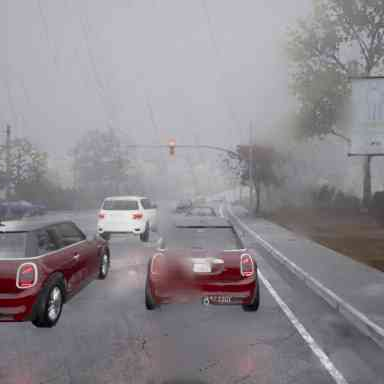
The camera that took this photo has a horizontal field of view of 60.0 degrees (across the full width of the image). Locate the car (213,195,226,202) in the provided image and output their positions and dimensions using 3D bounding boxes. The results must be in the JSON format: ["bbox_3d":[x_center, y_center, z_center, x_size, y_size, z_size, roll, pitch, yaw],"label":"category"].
[{"bbox_3d":[5.973,1.590,75.535,1.895,1.301,4.718,0,0,9],"label":"car"}]

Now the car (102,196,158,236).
[{"bbox_3d":[-3.052,1.221,16.879,2.150,2.045,5.566,0,0,2],"label":"car"}]

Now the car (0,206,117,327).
[{"bbox_3d":[-3.293,1.352,7.202,2.097,1.767,4.553,0,0,1],"label":"car"}]

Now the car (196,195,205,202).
[{"bbox_3d":[1.678,1.477,69.637,1.882,1.535,5.008,0,0,8],"label":"car"}]

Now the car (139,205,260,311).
[{"bbox_3d":[0.216,1.352,7.949,2.097,1.767,4.553,0,0,1],"label":"car"}]

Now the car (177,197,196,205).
[{"bbox_3d":[-0.862,1.547,41.285,2.033,1.411,5.357,0,0,1],"label":"car"}]

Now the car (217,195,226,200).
[{"bbox_3d":[7.661,1.392,85.628,1.812,1.442,4.674,0,0,10],"label":"car"}]

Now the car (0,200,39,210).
[{"bbox_3d":[-15.670,1.478,30.218,5.008,1.535,1.882,0,0,13],"label":"car"}]

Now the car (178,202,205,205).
[{"bbox_3d":[0.466,1.491,17.156,2.128,1.511,4.902,0,0,2],"label":"car"}]
